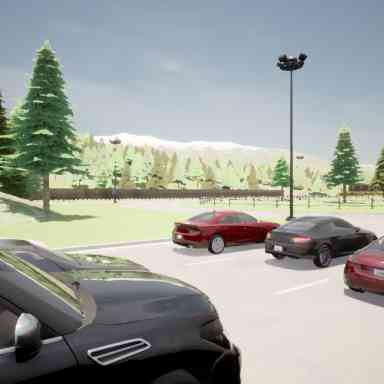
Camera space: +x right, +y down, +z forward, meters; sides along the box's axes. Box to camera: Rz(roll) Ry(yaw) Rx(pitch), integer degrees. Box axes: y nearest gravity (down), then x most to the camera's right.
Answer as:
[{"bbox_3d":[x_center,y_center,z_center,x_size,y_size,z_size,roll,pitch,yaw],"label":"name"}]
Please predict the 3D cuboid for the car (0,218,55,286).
[{"bbox_3d":[-6.009,1.526,8.056,4.674,1.442,1.812,0,0,-35],"label":"car"}]

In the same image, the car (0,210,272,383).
[{"bbox_3d":[-2.191,1.221,2.176,5.566,2.045,2.150,0,0,-36],"label":"car"}]

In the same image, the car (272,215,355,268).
[{"bbox_3d":[4.458,1.526,11.272,4.674,1.442,1.812,0,0,-35],"label":"car"}]

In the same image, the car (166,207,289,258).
[{"bbox_3d":[1.566,1.478,13.517,5.008,1.535,1.882,0,0,-35],"label":"car"}]

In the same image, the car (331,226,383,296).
[{"bbox_3d":[5.386,1.564,7.651,4.181,1.385,1.994,0,0,-34],"label":"car"}]

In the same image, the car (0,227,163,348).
[{"bbox_3d":[-3.329,1.547,5.672,5.357,1.411,2.033,0,0,-36],"label":"car"}]
